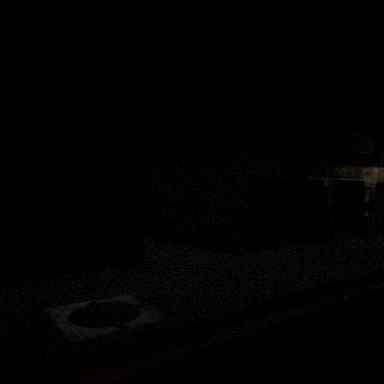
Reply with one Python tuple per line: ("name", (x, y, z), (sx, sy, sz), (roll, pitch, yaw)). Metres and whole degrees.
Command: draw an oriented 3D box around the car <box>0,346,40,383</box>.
("car", (-2.891, 1.525, 1.011), (4.674, 1.442, 1.812), (0, 0, -35))
